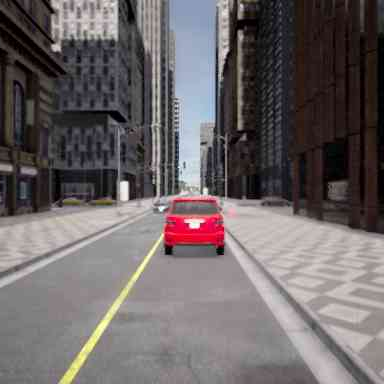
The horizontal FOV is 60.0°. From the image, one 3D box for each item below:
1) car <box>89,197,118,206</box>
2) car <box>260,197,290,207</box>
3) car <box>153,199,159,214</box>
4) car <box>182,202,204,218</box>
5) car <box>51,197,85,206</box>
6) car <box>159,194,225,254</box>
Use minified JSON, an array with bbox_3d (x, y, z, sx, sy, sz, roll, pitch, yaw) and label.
[{"bbox_3d":[-15.011,1.585,56.298,4.829,1.417,1.752,0,0,0],"label":"car"},{"bbox_3d":[11.900,1.401,47.607,4.097,1.590,1.967,0,0,0],"label":"car"},{"bbox_3d":[-3.040,1.498,35.463,2.128,1.511,4.902,0,0,1],"label":"car"},{"bbox_3d":[0.104,1.607,31.125,1.895,1.301,4.718,0,0,0],"label":"car"},{"bbox_3d":[-20.613,1.600,56.332,4.829,1.417,1.752,0,0,0],"label":"car"},{"bbox_3d":[0.098,1.221,13.526,2.150,2.045,5.566,0,-1,0],"label":"car"}]
